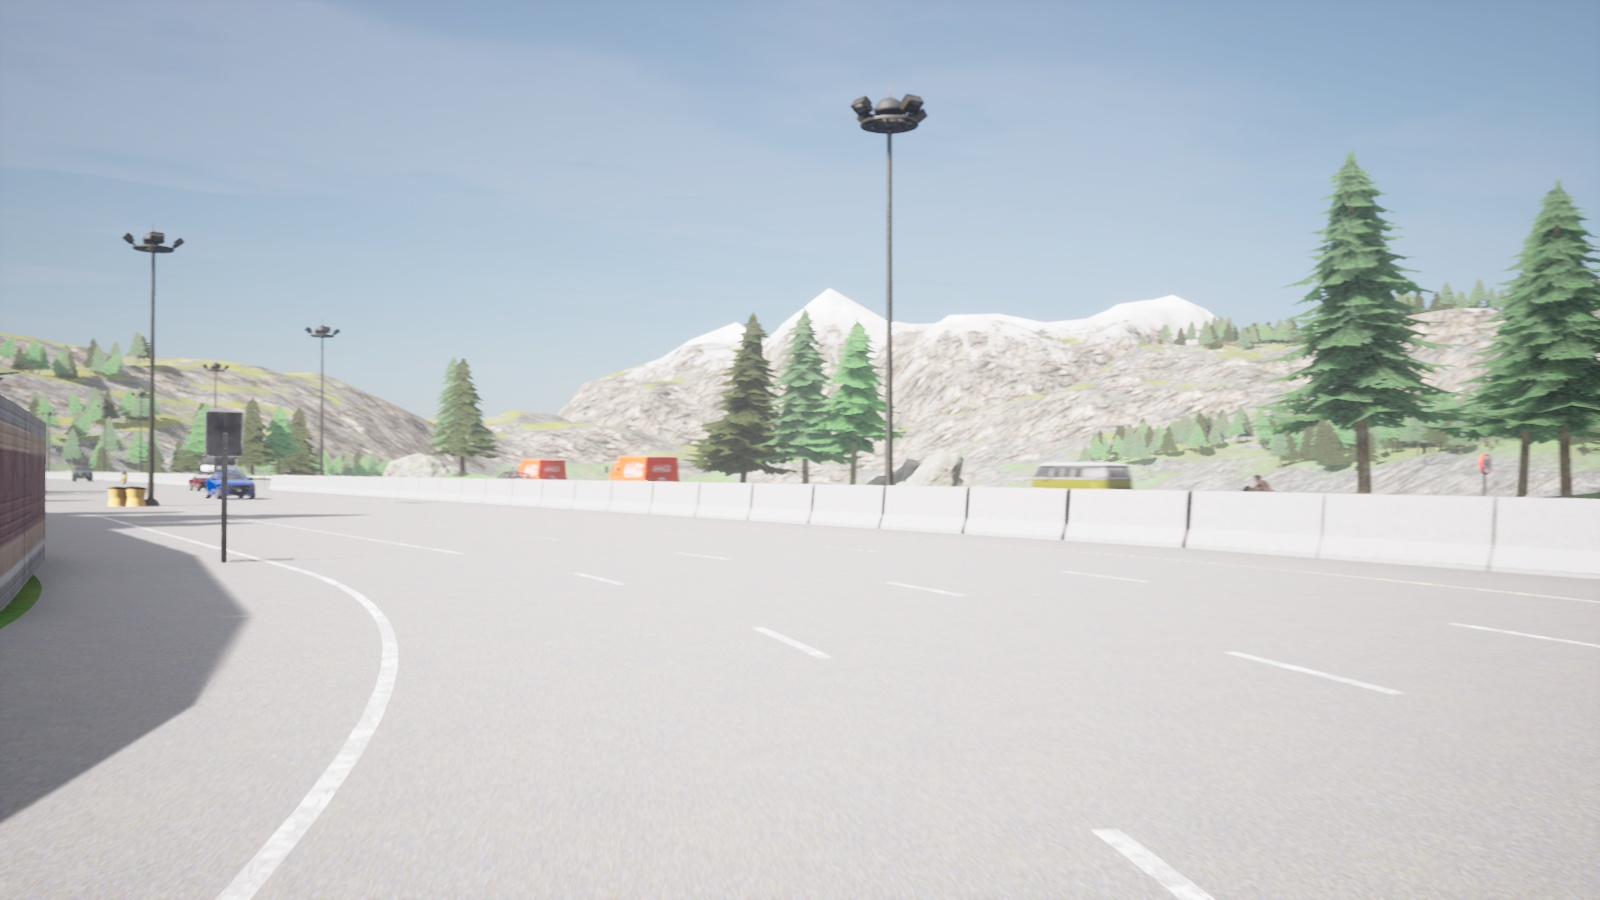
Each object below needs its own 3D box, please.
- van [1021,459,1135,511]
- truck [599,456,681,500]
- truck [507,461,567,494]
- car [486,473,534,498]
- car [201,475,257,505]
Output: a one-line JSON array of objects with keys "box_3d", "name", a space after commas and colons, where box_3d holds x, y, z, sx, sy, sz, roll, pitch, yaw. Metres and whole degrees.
[{"box_3d": [11.136, 1.377, 50.614, 1.775, 1.987, 4.442, 0, -1, -35], "name": "van"}, {"box_3d": [-9.443, 1.646, 73.811, 2.627, 2.467, 5.204, 0, -1, -35], "name": "truck"}, {"box_3d": [-19.922, 2.069, 95.129, 2.627, 2.467, 5.204, 0, -1, -35], "name": "truck"}, {"box_3d": [-18.738, 2.285, 81.148, 1.789, 1.549, 3.705, 0, -1, -35], "name": "car"}, {"box_3d": [-30.981, 2.127, 68.114, 1.882, 1.535, 5.008, 0, -1, -35], "name": "car"}]
